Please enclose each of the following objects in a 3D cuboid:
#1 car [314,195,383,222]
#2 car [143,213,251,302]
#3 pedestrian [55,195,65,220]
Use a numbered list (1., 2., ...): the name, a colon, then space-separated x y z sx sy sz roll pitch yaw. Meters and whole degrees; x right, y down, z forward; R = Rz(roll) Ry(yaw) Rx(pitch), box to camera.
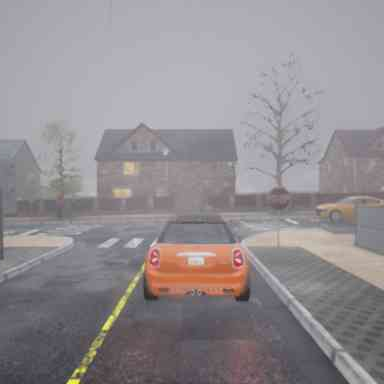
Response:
1. car: 10.519 1.011 21.546 5.008 1.535 1.882 -1 1 0
2. car: 0.156 1.294 8.325 2.097 1.767 4.553 0 0 2
3. pedestrian: -9.694 1.090 24.386 0.375 1.860 0.375 0 3 0
